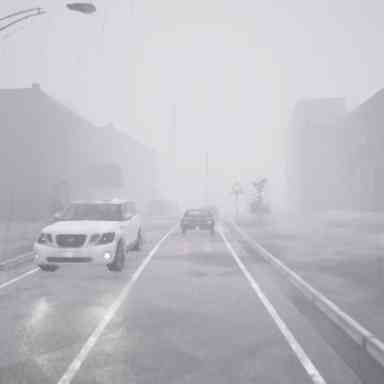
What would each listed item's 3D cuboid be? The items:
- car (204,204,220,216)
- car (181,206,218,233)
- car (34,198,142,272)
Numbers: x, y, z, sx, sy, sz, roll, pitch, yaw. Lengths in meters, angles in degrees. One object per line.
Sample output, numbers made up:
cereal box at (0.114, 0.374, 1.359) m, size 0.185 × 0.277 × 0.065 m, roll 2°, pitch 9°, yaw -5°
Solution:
car at (2.135, 2.107, 38.418) m, size 1.882 × 1.535 × 5.008 m, roll -1°, pitch -2°, yaw 8°
car at (0.407, 1.714, 20.212) m, size 1.895 × 1.301 × 4.718 m, roll 0°, pitch -1°, yaw 3°
car at (-3.046, 1.223, 11.084) m, size 2.150 × 2.045 × 5.566 m, roll 0°, pitch 0°, yaw 1°
